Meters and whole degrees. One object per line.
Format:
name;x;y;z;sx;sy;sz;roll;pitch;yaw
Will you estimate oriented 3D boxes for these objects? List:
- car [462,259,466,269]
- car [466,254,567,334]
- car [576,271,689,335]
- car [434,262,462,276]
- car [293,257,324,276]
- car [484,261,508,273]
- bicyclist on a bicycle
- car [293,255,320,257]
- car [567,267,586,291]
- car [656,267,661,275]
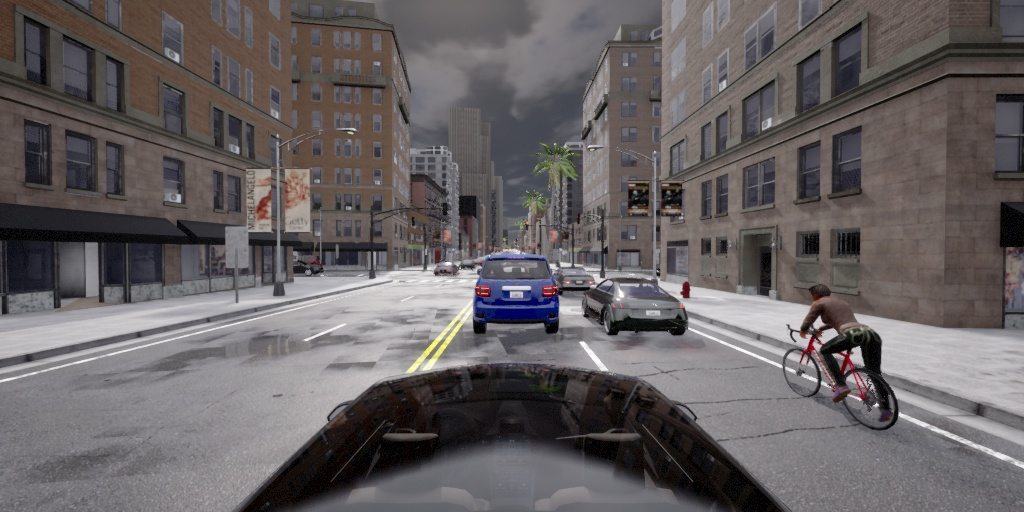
car;-6.656;1.225;54.095;1.882;1.535;5.008;0;0;0
car;0.091;0.970;10.793;2.150;2.045;5.566;0;0;0
car;3.323;1.313;10.460;1.994;1.385;4.181;0;0;0
car;-6.632;1.295;36.656;1.994;1.385;4.181;1;1;0
car;-20.909;1.126;34.657;4.892;1.490;1.837;1;1;-9
car;-2.117;1.328;45.081;1.895;1.301;4.718;1;0;-17
bicyclist on a bicycle;4.140;1.202;4.664;0.582;1.620;1.656;0;0;0
car;-23.941;0.838;40.039;5.009;1.841;2.192;0;0;-9
car;3.228;1.295;19.693;2.033;1.411;5.357;0;0;0
car;16.168;1.514;34.593;4.313;1.339;1.948;0;0;0
